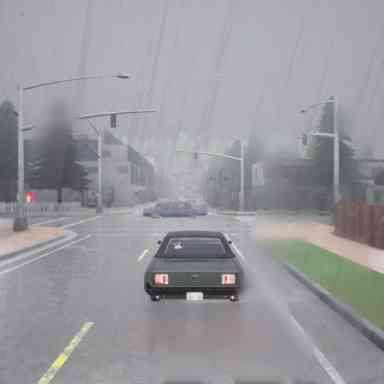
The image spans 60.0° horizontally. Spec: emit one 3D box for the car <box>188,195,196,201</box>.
[{"bbox_3d":[-0.001,1.478,81.512,1.882,1.535,5.008,0,0,0],"label":"car"}]

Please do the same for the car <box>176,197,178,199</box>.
[{"bbox_3d":[-3.590,1.505,54.082,1.837,1.490,4.892,0,0,0],"label":"car"}]

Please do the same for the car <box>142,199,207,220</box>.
[{"bbox_3d":[-1.429,1.544,27.910,5.357,1.411,2.033,0,0,-4],"label":"car"}]

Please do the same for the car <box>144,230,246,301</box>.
[{"bbox_3d":[0.068,1.601,8.245,1.895,1.301,4.718,0,0,0],"label":"car"}]

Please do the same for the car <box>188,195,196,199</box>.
[{"bbox_3d":[0.002,1.595,71.476,1.895,1.301,4.718,0,0,0],"label":"car"}]

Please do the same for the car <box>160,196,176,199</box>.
[{"bbox_3d":[-3.595,1.477,44.121,1.882,1.535,5.008,0,0,0],"label":"car"}]

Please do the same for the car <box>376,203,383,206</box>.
[{"bbox_3d":[17.321,1.581,29.602,4.718,1.301,1.895,0,0,-10],"label":"car"}]

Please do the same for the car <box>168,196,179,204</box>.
[{"bbox_3d":[-3.557,1.564,64.144,1.994,1.385,4.181,0,0,0],"label":"car"}]
